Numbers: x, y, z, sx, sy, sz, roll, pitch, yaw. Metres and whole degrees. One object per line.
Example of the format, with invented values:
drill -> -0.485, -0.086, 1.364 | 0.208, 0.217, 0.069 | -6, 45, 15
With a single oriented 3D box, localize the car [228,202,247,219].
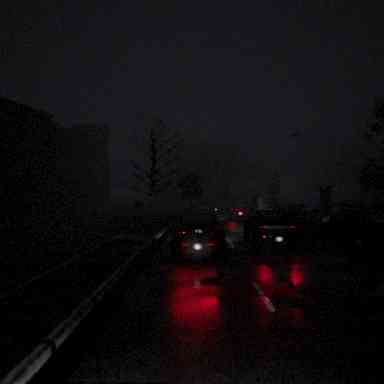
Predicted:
car -> 4.339, 1.670, 30.581 | 1.812, 1.442, 4.674 | 0, 0, 5

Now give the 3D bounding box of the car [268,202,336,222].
car -> 9.006, 1.625, 27.299 | 4.892, 1.521, 2.231 | 1, -1, -15

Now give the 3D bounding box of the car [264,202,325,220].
car -> 9.285, 1.678, 30.253 | 4.792, 1.488, 2.163 | 1, -1, -15

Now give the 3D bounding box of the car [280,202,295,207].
car -> 8.608, 1.582, 21.405 | 5.008, 1.535, 2.097 | 1, -1, -16

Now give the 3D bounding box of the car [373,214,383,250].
car -> 8.136, 1.516, 9.602 | 4.892, 1.521, 2.231 | 1, 0, -18

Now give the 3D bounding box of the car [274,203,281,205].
car -> 8.802, 1.643, 24.348 | 4.674, 1.452, 2.002 | 1, 0, -16

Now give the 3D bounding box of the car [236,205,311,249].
car -> 3.355, 1.542, 14.784 | 2.128, 1.511, 4.902 | 0, 0, 2

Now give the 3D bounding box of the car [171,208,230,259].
car -> 0.269, 1.535, 12.796 | 1.837, 1.490, 4.892 | 0, -2, 2

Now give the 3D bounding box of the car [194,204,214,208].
car -> 0.951, 1.647, 26.323 | 2.033, 1.411, 5.357 | 0, 0, 5

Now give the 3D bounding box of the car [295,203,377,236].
car -> 8.488, 1.439, 18.463 | 4.553, 1.767, 2.185 | 1, 0, -17

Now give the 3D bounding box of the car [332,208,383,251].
car -> 8.212, 1.531, 12.556 | 4.892, 1.521, 2.231 | 1, -1, -18
